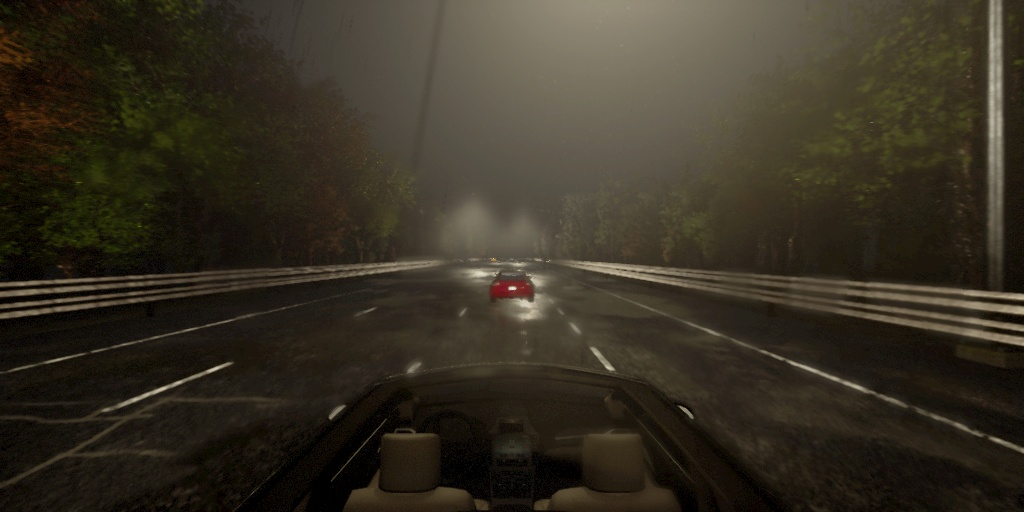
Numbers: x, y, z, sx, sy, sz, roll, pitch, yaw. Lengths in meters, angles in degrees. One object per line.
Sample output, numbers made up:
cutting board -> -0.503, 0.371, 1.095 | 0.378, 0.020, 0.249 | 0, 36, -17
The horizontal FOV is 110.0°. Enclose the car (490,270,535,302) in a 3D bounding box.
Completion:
car -> 0.017, 1.333, 17.100 | 1.994, 1.385, 4.181 | 0, 0, 0
